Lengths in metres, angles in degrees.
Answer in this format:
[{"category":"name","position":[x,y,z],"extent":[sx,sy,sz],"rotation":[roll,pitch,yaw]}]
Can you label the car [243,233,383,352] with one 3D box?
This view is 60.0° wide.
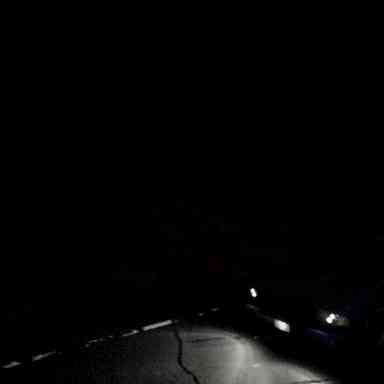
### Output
[{"category":"car","position":[3.462,1.544,6.364],"extent":[5.357,1.411,2.033],"rotation":[0,0,-36]}]
